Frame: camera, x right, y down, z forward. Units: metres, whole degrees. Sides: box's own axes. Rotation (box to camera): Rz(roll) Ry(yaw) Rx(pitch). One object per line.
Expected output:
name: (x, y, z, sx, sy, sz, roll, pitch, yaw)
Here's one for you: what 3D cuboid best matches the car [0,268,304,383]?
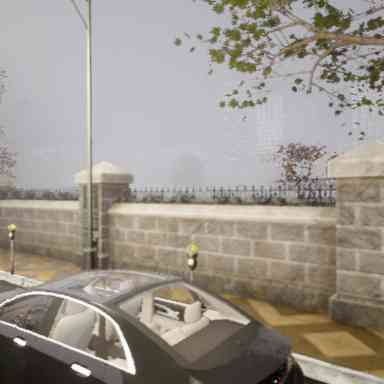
car: (-1.084, 1.551, 3.652, 4.403, 1.369, 2.008, 0, 0, 35)
